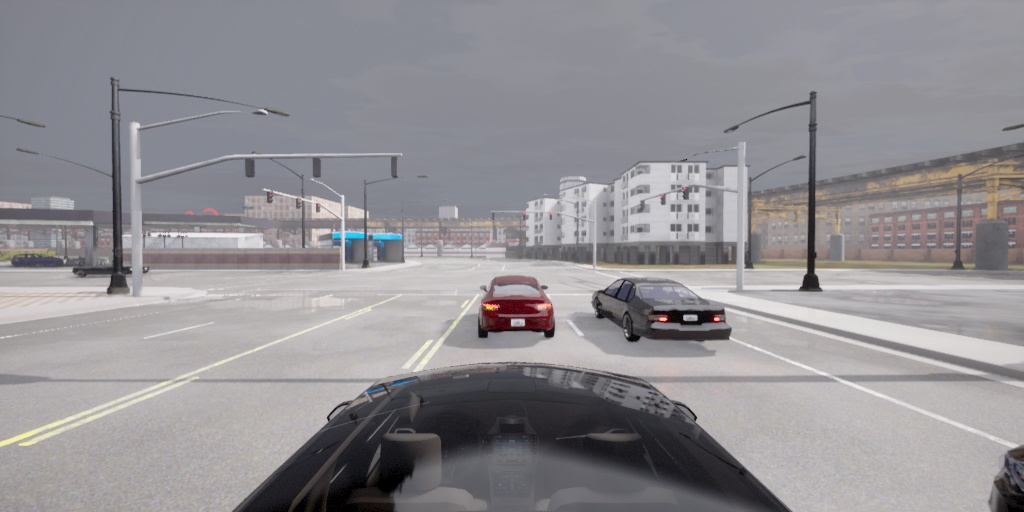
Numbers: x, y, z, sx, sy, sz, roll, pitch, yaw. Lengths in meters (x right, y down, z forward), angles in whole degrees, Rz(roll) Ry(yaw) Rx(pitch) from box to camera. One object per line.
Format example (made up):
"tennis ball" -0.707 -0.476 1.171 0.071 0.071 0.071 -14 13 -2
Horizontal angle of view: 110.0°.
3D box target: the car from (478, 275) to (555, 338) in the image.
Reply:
"car" 0.069 1.256 10.000 1.812 1.442 4.674 0 0 -1

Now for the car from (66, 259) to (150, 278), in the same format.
"car" -33.750 1.134 30.184 4.718 1.301 1.895 0 1 -1

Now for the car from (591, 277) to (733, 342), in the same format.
"car" 3.580 1.282 9.716 2.033 1.411 5.357 0 0 0
